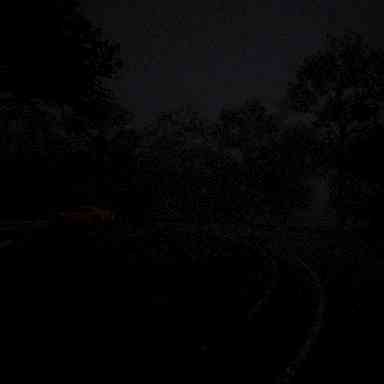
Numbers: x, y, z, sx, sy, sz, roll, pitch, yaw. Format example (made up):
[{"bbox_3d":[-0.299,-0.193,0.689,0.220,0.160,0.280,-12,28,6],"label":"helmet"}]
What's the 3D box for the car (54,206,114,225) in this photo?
[{"bbox_3d":[-9.141,1.960,28.175,5.008,1.535,1.882,-1,-2,5],"label":"car"}]
